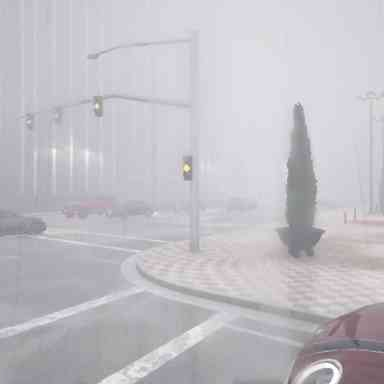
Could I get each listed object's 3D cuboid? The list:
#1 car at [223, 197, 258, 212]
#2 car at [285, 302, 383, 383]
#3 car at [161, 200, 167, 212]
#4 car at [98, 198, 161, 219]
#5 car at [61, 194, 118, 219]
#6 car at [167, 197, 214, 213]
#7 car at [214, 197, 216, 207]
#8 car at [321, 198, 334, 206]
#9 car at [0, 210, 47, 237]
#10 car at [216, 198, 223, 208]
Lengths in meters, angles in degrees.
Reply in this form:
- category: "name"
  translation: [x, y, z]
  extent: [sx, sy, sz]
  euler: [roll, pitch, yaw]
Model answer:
- category: "car"
  translation: [5.938, 1.351, 38.533]
  extent: [2.097, 1.767, 4.553]
  euler: [0, 0, 35]
- category: "car"
  translation: [2.862, 1.352, 1.929]
  extent: [4.553, 1.767, 2.097]
  euler: [0, 0, 36]
- category: "car"
  translation: [-3.169, 1.563, 38.046]
  extent: [1.994, 1.385, 4.181]
  euler: [0, 0, 35]
- category: "car"
  translation: [-5.277, 1.491, 28.909]
  extent: [2.128, 1.511, 4.902]
  euler: [0, 0, 35]
- category: "car"
  translation: [-8.872, 1.221, 29.858]
  extent: [2.150, 2.045, 5.566]
  euler: [0, 0, 35]
- category: "car"
  translation: [-0.067, 1.491, 36.381]
  extent: [2.128, 1.511, 4.902]
  euler: [0, 0, 35]
- category: "car"
  translation: [2.660, 1.477, 46.399]
  extent: [1.882, 1.535, 5.008]
  euler: [0, 0, 35]
- category: "car"
  translation: [22.646, 1.600, 56.400]
  extent: [1.895, 1.301, 4.718]
  euler: [0, 0, 34]
- category: "car"
  translation: [-9.459, 1.563, 16.422]
  extent: [1.994, 1.385, 4.181]
  euler: [0, 0, 35]
- category: "car"
  translation: [5.743, 1.491, 44.700]
  extent: [2.128, 1.511, 4.902]
  euler: [0, 0, 35]
